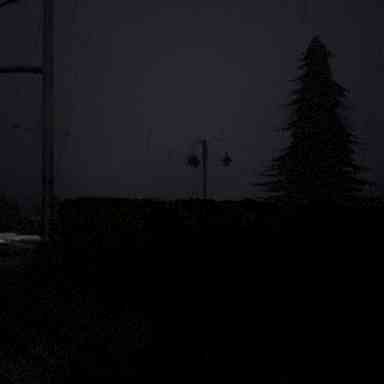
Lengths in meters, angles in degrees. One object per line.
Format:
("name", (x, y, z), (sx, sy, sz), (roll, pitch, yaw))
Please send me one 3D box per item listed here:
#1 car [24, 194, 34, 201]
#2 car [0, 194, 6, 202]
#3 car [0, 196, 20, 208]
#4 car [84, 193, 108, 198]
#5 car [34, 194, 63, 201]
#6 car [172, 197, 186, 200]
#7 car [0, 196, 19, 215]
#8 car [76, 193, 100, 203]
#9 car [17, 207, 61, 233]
("car", (-35.218, 1.248, 74.039), (1.970, 1.475, 3.806), (0, 0, 37))
("car", (-42.371, 1.293, 70.582), (2.007, 1.523, 4.514), (0, 0, 37))
("car", (-25.264, 1.320, 44.371), (1.845, 1.501, 3.633), (0, 0, 37))
("car", (-17.056, 1.138, 61.394), (1.932, 1.855, 4.605), (0, 0, 37))
("car", (-29.883, 1.177, 70.458), (2.152, 1.636, 5.027), (0, 0, 37))
("car", (-2.250, 1.433, 50.164), (1.845, 1.501, 3.633), (0, 0, 37))
("car", (-17.819, 1.338, 29.299), (2.007, 1.523, 4.514), (0, 0, 37))
("car", (-19.631, 1.113, 62.803), (1.905, 1.878, 3.866), (0, 0, 37))
("car", (-7.336, 1.535, 19.566), (1.812, 1.442, 4.674), (0, 0, 36))
